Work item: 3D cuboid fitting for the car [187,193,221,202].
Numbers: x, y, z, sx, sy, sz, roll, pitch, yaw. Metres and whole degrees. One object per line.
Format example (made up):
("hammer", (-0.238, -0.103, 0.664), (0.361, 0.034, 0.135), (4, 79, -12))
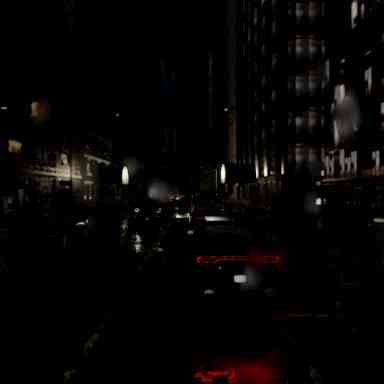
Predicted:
("car", (0.896, 1.155, 24.691), (2.150, 2.045, 5.566), (0, 0, 0))

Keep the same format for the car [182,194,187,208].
("car", (0.007, 1.384, 45.674), (1.837, 1.490, 4.892), (0, 0, 0))

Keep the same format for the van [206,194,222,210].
("van", (2.677, 1.230, 41.741), (1.690, 1.788, 3.998), (0, 0, 0))

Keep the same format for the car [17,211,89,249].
("car", (-5.696, 1.510, 14.117), (2.008, 1.369, 4.403), (0, 0, 0))

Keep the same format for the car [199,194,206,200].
("car", (2.671, 1.321, 86.105), (1.752, 1.417, 4.829), (0, 0, 0))

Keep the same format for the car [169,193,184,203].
("car", (-3.016, 1.381, 66.846), (2.033, 1.411, 5.357), (0, 0, 0))

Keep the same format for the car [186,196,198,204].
("car", (-0.010, 1.415, 59.107), (1.994, 1.385, 4.181), (0, 0, 0))

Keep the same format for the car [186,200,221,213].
("car", (0.774, 1.451, 18.662), (1.837, 1.490, 4.892), (0, 0, 0))

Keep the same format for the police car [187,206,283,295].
("police car", (0.898, 1.400, 8.772), (1.930, 1.638, 5.238), (0, 0, 0))

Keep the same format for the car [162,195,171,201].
("car", (-5.706, 1.400, 74.882), (1.802, 1.307, 4.206), (0, 0, 0))

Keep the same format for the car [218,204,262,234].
("car", (2.683, 1.495, 19.645), (2.008, 1.369, 4.403), (0, 0, 0))

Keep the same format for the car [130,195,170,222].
("car", (-3.103, 1.280, 25.339), (2.097, 1.767, 4.553), (0, 0, 0))

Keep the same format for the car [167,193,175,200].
("car", (-5.710, 1.225, 91.454), (1.967, 1.590, 4.097), (0, 0, 0))

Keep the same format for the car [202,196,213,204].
("car", (2.676, 1.377, 58.483), (1.752, 1.417, 4.829), (0, 0, 0))

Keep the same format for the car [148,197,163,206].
("car", (-5.702, 1.430, 52.784), (1.947, 1.339, 4.313), (0, 0, 0))

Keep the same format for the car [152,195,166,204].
("car", (-5.704, 1.293, 58.309), (1.967, 1.590, 4.097), (0, 0, 0))

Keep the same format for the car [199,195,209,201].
("car", (2.674, 1.368, 74.887), (2.008, 1.369, 4.403), (0, 0, 0))

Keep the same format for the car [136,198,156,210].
("car", (-5.701, 1.433, 41.737), (1.887, 1.381, 4.507), (0, 0, 0))
